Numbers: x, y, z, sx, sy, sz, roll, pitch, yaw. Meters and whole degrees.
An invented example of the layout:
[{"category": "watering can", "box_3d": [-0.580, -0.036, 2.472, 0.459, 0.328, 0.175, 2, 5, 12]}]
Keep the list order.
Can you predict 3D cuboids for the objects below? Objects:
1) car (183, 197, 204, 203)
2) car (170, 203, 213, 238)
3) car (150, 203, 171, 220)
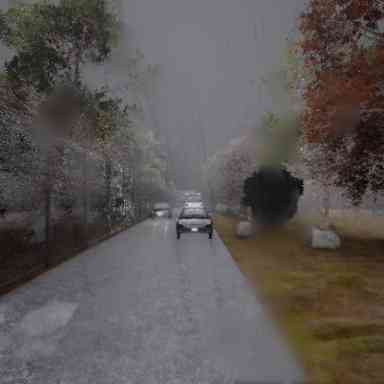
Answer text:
[{"category": "car", "box_3d": [0.225, 1.588, 37.707, 2.150, 2.045, 5.566, 0, -1, 0]}, {"category": "car", "box_3d": [0.128, 1.579, 18.162, 2.128, 1.511, 4.902, 0, -1, 0]}, {"category": "car", "box_3d": [-2.771, 1.740, 31.006, 2.128, 1.511, 4.902, 0, -1, 0]}]
